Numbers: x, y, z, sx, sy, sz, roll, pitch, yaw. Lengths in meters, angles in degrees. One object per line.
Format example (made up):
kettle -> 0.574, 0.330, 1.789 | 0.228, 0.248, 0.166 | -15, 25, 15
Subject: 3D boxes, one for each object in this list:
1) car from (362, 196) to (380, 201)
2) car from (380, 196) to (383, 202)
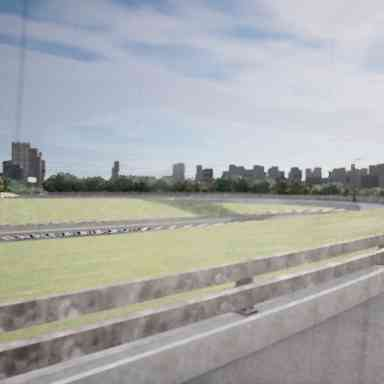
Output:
car -> 42.443, 1.678, 80.671 | 2.033, 1.411, 5.357 | 0, 0, 0
car -> 45.919, 1.672, 79.781 | 1.994, 1.385, 4.181 | 0, 0, 0
